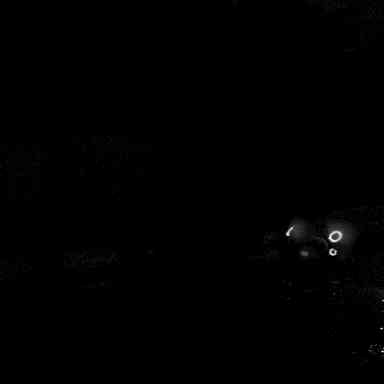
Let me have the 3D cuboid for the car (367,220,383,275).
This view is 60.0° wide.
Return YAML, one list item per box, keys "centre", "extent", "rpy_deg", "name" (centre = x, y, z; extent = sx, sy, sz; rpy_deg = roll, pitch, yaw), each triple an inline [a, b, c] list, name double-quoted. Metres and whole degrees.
- centre: [7.016, 1.476, 8.692]
  extent: [5.357, 1.411, 2.033]
  rpy_deg: [0, 0, -36]
  name: "car"

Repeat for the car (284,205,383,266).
- centre: [5.252, 1.280, 11.427]
  extent: [4.553, 1.767, 2.097]
  rpy_deg: [0, 0, -36]
  name: "car"
